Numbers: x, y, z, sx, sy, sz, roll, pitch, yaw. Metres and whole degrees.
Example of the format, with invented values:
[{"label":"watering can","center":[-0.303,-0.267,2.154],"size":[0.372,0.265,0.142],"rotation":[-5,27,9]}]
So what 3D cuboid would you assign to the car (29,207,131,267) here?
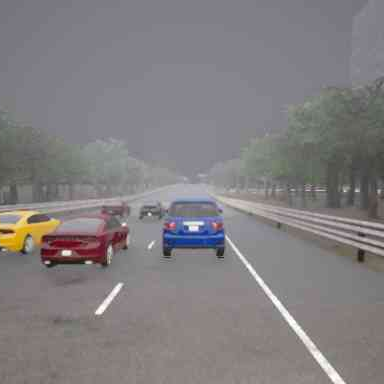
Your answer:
[{"label":"car","center":[-3.436,1.515,11.586],"size":[1.882,1.535,5.008],"rotation":[0,0,0]}]

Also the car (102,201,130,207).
[{"label":"car","center":[-6.937,1.540,30.929],"size":[1.882,1.535,5.008],"rotation":[0,0,0]}]

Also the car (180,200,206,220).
[{"label":"car","center":[0.061,1.554,29.408],"size":[2.128,1.511,4.902],"rotation":[0,0,0]}]

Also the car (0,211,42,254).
[{"label":"car","center":[-6.929,1.520,13.673],"size":[1.882,1.535,5.008],"rotation":[0,0,0]}]

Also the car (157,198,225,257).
[{"label":"car","center":[0.076,1.261,13.238],"size":[2.150,2.045,5.566],"rotation":[0,0,1]}]

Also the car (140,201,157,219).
[{"label":"car","center":[-3.439,1.567,29.500],"size":[1.837,1.490,4.892],"rotation":[0,0,0]}]
